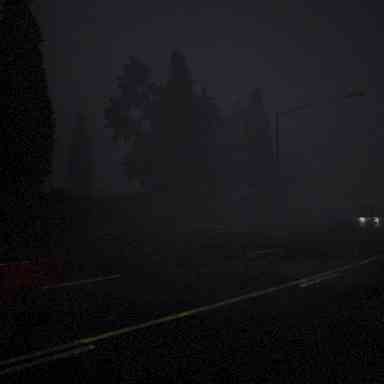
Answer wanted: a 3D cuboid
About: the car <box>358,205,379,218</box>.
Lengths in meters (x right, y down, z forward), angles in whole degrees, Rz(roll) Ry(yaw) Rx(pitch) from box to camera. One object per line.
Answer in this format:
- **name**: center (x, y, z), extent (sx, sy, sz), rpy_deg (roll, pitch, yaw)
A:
- **car**: center (21.626, 2.335, 40.904), extent (1.837, 1.490, 4.892), rpy_deg (0, -1, 21)
